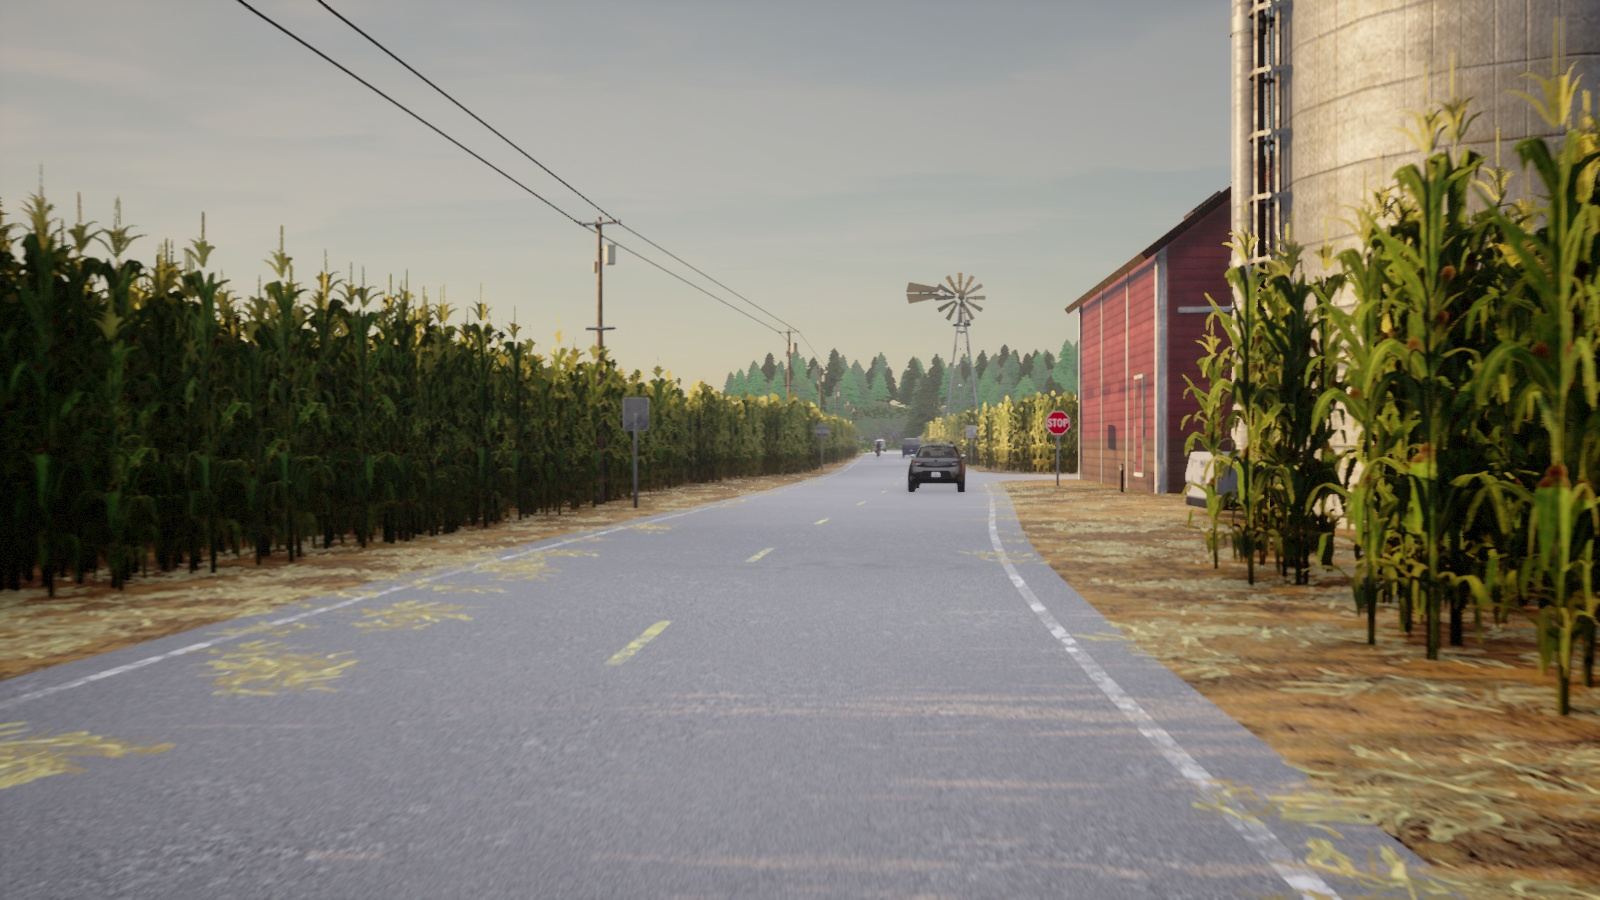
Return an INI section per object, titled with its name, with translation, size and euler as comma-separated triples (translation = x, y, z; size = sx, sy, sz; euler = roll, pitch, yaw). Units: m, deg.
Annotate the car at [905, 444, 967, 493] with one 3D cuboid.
[car]
translation = 4.348, 0.541, 39.720
size = 1.816, 1.474, 4.193
euler = 0, 0, 8
